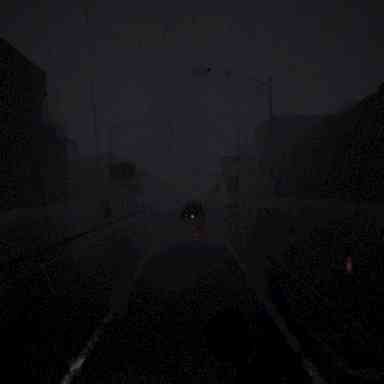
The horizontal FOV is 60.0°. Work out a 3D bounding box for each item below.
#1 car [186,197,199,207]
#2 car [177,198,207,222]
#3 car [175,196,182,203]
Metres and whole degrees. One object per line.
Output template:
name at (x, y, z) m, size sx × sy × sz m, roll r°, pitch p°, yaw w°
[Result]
car at (0.085, 1.602, 52.077) m, size 2.033 × 1.411 × 5.357 m, roll 0°, pitch -2°, yaw 0°
car at (0.045, 1.425, 25.519) m, size 1.837 × 1.490 × 4.892 m, roll 0°, pitch 0°, yaw 0°
car at (-2.878, 1.672, 75.008) m, size 1.812 × 1.442 × 4.674 m, roll 0°, pitch -1°, yaw 0°
